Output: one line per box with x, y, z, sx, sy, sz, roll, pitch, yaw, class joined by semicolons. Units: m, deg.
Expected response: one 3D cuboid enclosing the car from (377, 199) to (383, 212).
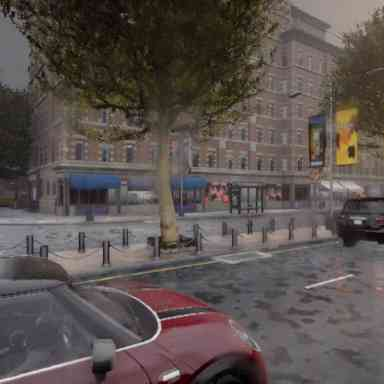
24.312;1.547;39.509;5.357;1.411;2.033;0;0;-35;car

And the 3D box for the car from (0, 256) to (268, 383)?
-1.494;1.351;2.675;4.553;1.767;2.097;0;0;-35;car

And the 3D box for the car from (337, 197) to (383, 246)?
8.409;1.216;14.036;5.566;2.045;2.150;0;0;-35;car
